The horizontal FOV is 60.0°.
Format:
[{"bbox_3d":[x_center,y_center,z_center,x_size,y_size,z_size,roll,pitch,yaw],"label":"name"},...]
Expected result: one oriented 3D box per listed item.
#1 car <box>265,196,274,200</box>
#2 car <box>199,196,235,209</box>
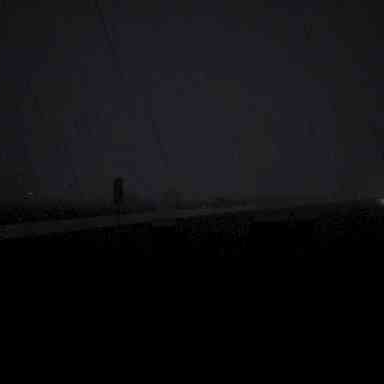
[{"bbox_3d":[13.022,0.764,51.662,1.895,1.301,4.718,0,1,41],"label":"car"},{"bbox_3d":[3.059,1.244,39.747,2.033,1.411,5.357,0,1,38],"label":"car"}]
